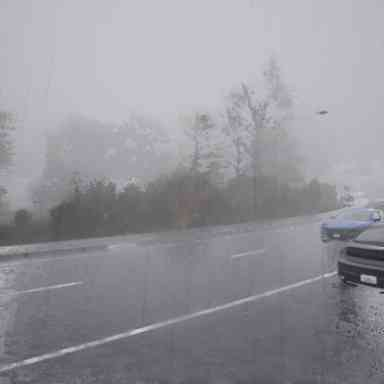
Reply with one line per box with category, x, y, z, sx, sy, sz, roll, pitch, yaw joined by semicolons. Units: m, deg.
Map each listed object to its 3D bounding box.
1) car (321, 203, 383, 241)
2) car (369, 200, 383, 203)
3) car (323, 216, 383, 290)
car;7.726;1.502;15.317;5.008;1.535;1.882;0;0;-44
car;17.883;1.540;31.996;1.837;1.490;4.892;0;0;37
car;5.445;1.518;8.301;4.892;1.490;1.837;0;0;-40
